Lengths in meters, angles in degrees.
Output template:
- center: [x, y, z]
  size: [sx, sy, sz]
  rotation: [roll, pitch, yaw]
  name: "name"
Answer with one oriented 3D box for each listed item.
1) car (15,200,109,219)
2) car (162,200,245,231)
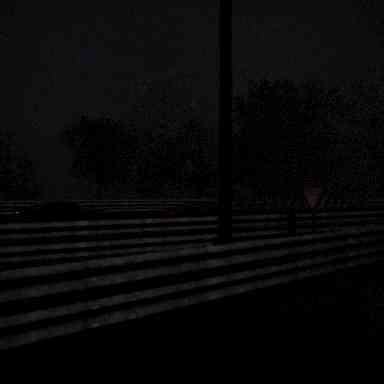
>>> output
- center: [-7.155, 1.241, 18.630]
  size: [4.892, 1.490, 1.837]
  rotation: [0, 0, -26]
  name: "car"
- center: [0.801, 1.228, 18.624]
  size: [5.008, 1.535, 1.882]
  rotation: [0, 0, -26]
  name: "car"
